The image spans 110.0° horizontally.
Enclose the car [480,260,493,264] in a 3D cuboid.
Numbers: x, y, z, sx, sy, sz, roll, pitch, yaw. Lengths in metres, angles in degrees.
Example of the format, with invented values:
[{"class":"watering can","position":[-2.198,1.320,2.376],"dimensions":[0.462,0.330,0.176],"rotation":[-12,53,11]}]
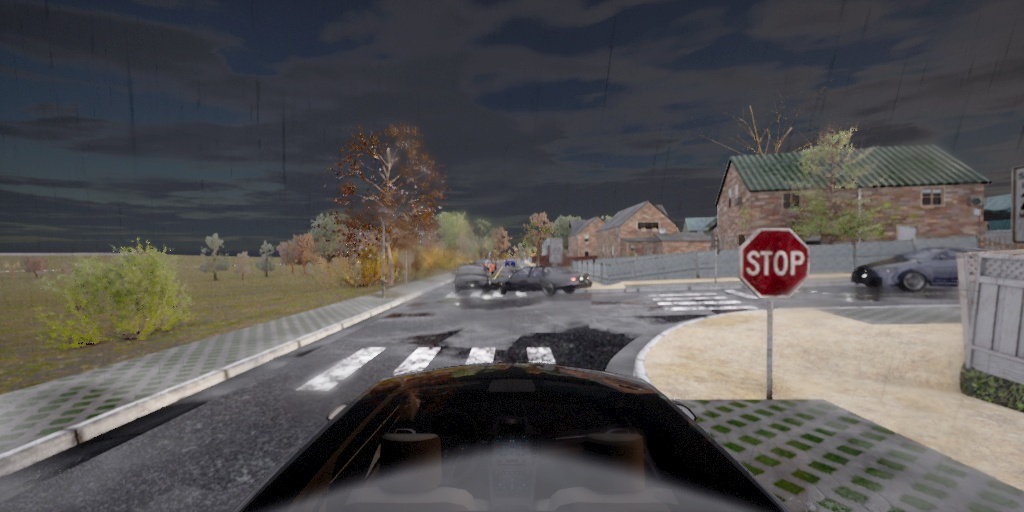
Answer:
[{"class":"car","position":[-3.005,1.283,30.359],"dimensions":[2.033,1.411,5.357],"rotation":[0,0,0]}]

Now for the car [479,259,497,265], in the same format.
[{"class":"car","position":[-3.055,1.088,40.362],"dimensions":[2.097,1.767,4.553],"rotation":[0,0,0]}]

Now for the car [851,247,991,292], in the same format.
[{"class":"car","position":[14.336,0.405,12.105],"dimensions":[4.181,1.385,1.994],"rotation":[-3,0,16]}]

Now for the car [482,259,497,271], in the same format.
[{"class":"car","position":[-3.095,1.214,50.399],"dimensions":[1.882,1.535,5.008],"rotation":[0,0,0]}]

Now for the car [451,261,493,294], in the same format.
[{"class":"car","position":[-2.349,1.242,20.548],"dimensions":[1.837,1.490,4.892],"rotation":[0,0,-8]}]

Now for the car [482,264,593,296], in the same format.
[{"class":"car","position":[1.254,1.184,17.656],"dimensions":[5.357,1.411,2.033],"rotation":[-4,-3,43]}]
